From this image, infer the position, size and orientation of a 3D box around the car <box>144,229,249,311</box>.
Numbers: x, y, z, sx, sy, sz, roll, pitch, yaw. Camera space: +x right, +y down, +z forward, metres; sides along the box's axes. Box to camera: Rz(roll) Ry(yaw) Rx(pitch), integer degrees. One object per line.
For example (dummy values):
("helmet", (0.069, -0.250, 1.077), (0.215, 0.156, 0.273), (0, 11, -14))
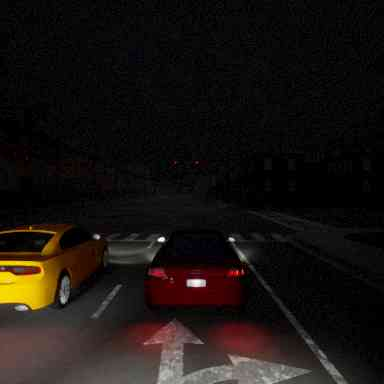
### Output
("car", (0.107, 1.564, 7.828), (1.994, 1.385, 4.181), (0, 0, 1))

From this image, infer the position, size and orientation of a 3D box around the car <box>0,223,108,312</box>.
("car", (-3.385, 1.477, 7.860), (1.882, 1.535, 5.008), (0, 0, 0))
